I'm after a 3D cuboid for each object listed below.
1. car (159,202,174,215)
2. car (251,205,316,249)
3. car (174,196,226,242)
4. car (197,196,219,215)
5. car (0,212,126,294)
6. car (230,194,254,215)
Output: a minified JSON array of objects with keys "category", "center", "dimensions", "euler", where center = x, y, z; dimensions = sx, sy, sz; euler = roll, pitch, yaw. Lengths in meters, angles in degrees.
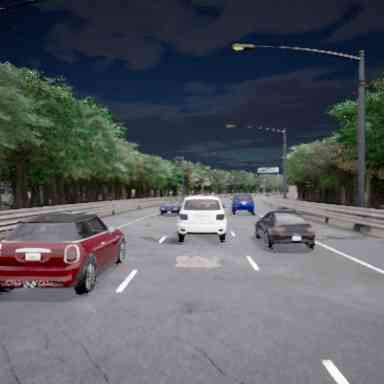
[{"category":"car","center":[-1.925,1.600,33.023],"dimensions":[1.895,1.301,4.718],"euler":[0,0,5]},{"category":"car","center":[3.932,1.533,14.517],"dimensions":[1.812,1.442,4.674],"euler":[0,0,2]},{"category":"car","center":[0.515,1.225,16.682],"dimensions":[2.150,2.045,5.566],"euler":[0,0,2]},{"category":"car","center":[1.738,1.354,34.545],"dimensions":[2.097,1.767,4.553],"euler":[0,0,5]},{"category":"car","center":[-3.233,1.350,8.988],"dimensions":[2.097,1.767,4.553],"euler":[0,0,1]},{"category":"car","center":[5.242,1.227,34.650],"dimensions":[2.150,2.045,5.566],"euler":[0,0,5]}]
